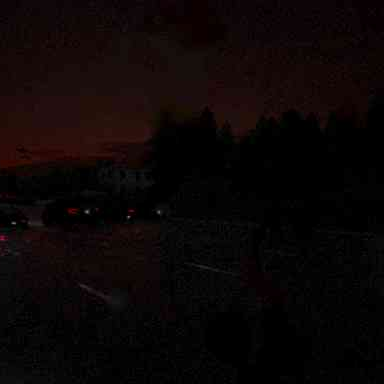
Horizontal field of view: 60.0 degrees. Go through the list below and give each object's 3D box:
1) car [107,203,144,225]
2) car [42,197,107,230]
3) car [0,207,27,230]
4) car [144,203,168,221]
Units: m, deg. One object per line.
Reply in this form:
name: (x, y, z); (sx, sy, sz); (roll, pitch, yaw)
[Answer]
car: (-6.070, 1.582, 25.247); (2.128, 1.511, 4.902); (-1, 0, -42)
car: (-8.206, 1.331, 22.378); (2.150, 2.045, 5.566); (-1, 0, -42)
car: (-12.057, 1.674, 21.449); (1.812, 1.442, 4.674); (-1, 0, -42)
car: (-3.909, 1.635, 28.086); (1.994, 1.385, 4.181); (-1, 0, -42)
